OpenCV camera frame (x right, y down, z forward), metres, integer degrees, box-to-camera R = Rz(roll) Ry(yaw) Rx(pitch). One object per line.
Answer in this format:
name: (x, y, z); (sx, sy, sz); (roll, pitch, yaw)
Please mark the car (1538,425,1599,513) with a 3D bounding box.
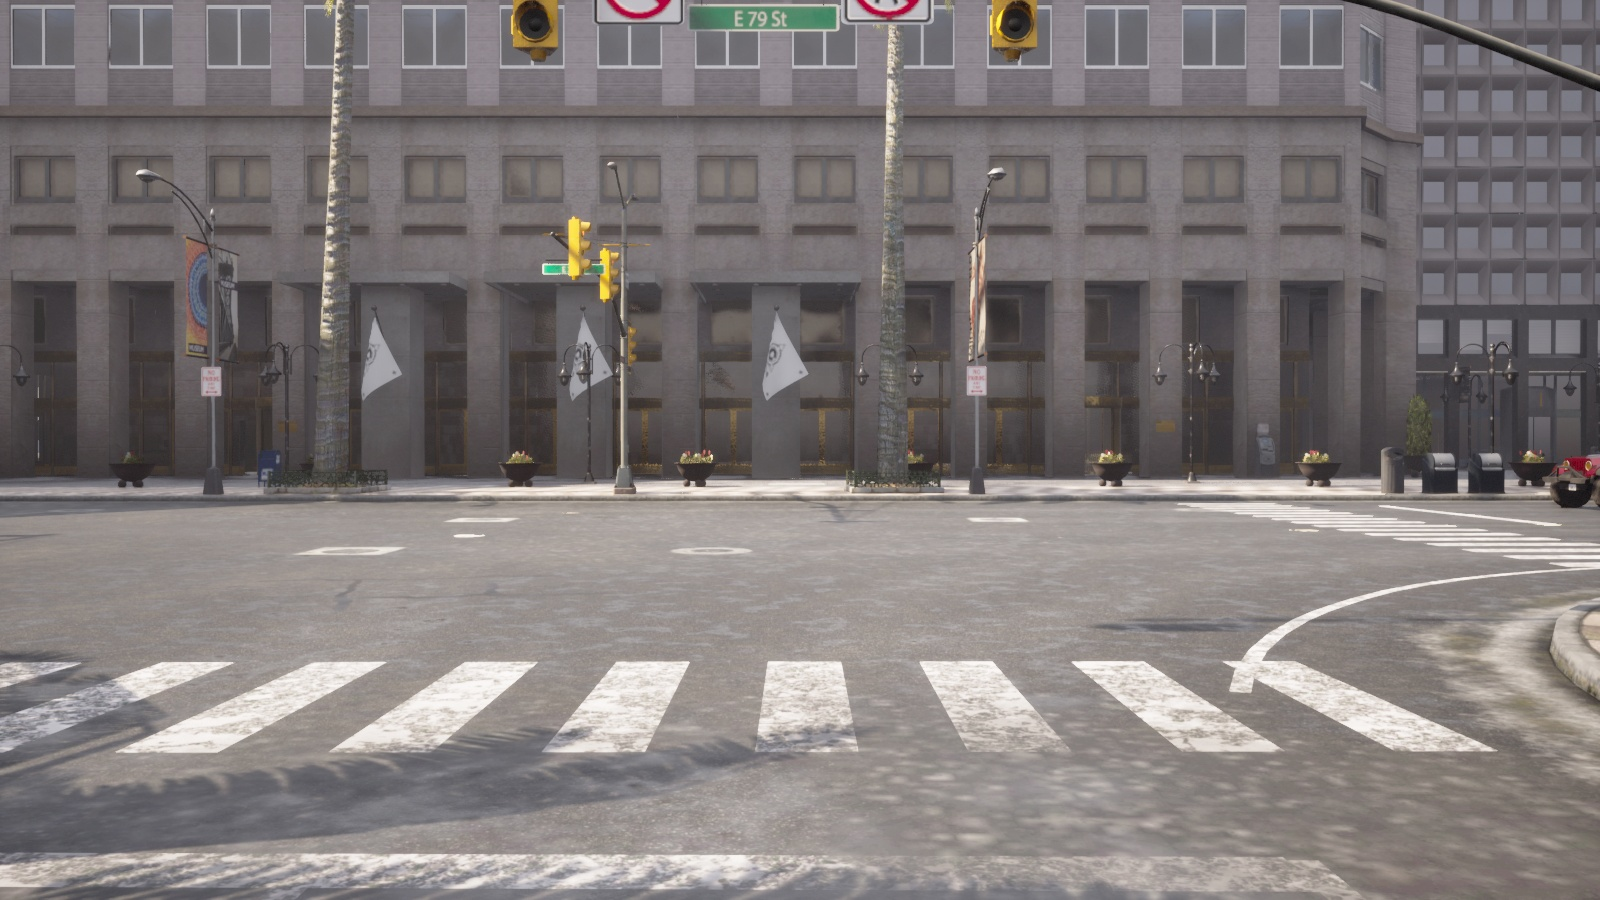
car: (18.784, 0.401, 27.708); (3.866, 1.878, 1.905); (0, 0, 1)
